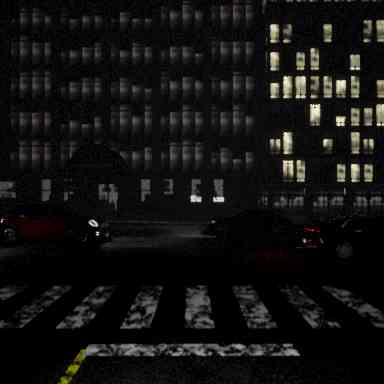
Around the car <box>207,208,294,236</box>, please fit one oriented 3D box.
[{"bbox_3d":[3.170,1.606,18.577,4.674,1.442,1.812,1,-1,0],"label":"car"}]

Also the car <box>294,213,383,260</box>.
[{"bbox_3d":[6.438,1.557,11.842,4.892,1.490,1.837,2,0,1],"label":"car"}]

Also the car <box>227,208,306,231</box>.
[{"bbox_3d":[4.782,1.749,21.822,4.718,1.301,1.895,1,-1,1],"label":"car"}]

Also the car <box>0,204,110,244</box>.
[{"bbox_3d":[-6.131,1.340,15.213,4.553,1.767,2.097,1,0,1],"label":"car"}]
